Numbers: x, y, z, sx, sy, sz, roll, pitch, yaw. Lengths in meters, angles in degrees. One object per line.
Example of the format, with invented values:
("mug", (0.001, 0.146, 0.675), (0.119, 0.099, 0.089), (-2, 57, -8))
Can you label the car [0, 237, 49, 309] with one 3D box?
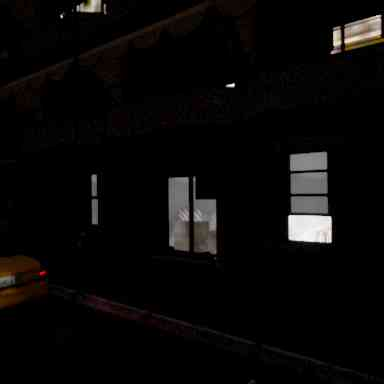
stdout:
("car", (-5.129, 1.438, 6.914), (5.366, 1.575, 1.801), (0, 0, 36))
